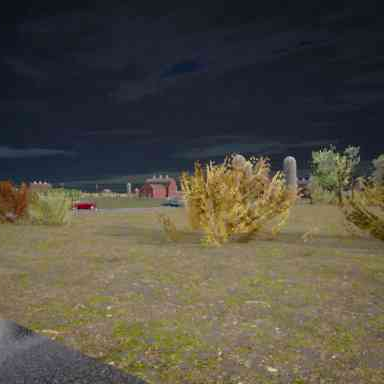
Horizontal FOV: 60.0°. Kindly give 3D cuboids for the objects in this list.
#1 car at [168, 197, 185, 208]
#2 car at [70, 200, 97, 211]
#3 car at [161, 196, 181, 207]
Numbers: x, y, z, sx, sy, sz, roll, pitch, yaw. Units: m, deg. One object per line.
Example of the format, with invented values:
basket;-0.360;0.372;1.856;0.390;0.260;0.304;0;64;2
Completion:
car;-1.389;2.078;60.477;2.033;1.411;5.357;-1;-1;36
car;-15.695;1.856;46.756;1.882;1.535;5.008;-1;-2;36
car;-3.534;1.828;63.609;2.150;2.045;5.566;-1;-2;36
